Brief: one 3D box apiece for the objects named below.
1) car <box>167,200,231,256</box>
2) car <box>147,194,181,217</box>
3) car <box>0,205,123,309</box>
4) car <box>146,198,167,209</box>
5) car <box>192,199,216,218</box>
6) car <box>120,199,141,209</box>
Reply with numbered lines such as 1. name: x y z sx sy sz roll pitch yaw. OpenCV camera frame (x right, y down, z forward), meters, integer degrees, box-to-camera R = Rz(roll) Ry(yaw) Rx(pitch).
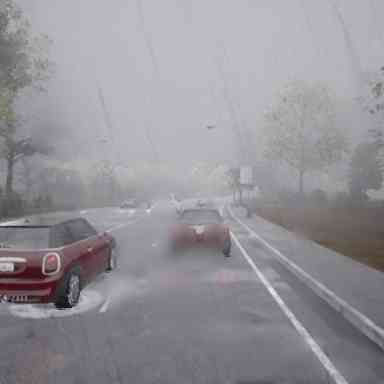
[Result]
1. car: 0.343 1.359 13.346 2.097 1.767 4.553 0 0 1
2. car: -2.335 1.238 31.079 2.150 2.045 5.566 0 0 4
3. car: -3.285 1.354 8.047 2.097 1.767 4.553 0 0 1
4. car: -4.843 1.588 45.660 1.994 1.385 4.181 0 0 6
5. car: 1.225 1.511 31.765 2.128 1.511 4.902 0 0 4
6. car: -8.391 1.586 45.334 1.994 1.385 4.181 0 0 6
